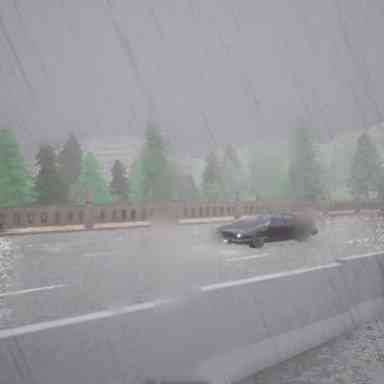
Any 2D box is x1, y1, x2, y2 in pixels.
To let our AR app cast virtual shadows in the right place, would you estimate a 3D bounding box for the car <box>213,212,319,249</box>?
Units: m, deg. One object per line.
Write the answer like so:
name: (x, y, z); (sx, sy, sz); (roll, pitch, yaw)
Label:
car: (3.515, 1.622, 15.098); (5.357, 1.411, 2.033); (0, 0, -35)
